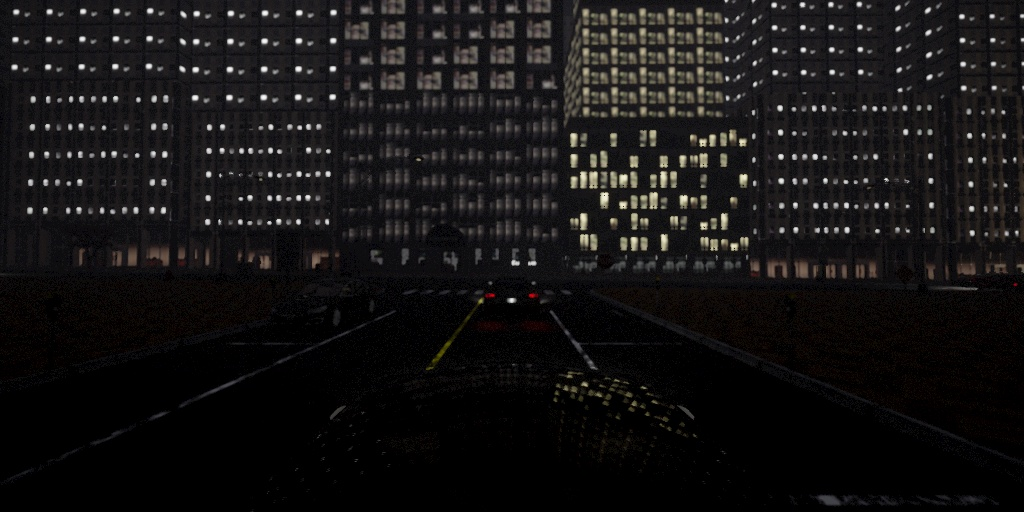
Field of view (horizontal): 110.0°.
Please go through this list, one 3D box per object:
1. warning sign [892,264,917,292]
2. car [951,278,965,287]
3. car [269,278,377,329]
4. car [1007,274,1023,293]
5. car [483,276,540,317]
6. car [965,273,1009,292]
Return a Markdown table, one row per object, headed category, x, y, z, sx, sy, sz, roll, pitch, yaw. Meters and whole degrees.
| category | x | y | z | sx | sy | sz | roll | pitch | yaw |
| --- | --- | --- | --- | --- | --- | --- | --- | --- | --- |
| warning sign | 26.592 | 1.488 | 24.246 | 1.060 | 1.860 | 1.300 | 0 | 0 | 1 |
| car | 48.437 | 2.534 | 36.593 | 5.357 | 1.411 | 2.033 | 1 | -1 | 1 |
| car | -5.821 | 1.407 | 11.575 | 2.007 | 1.370 | 4.403 | 0 | 0 | 0 |
| car | 41.044 | 2.265 | 26.912 | 4.718 | 1.301 | 1.895 | 1 | -1 | 1 |
| car | 0.001 | 1.444 | 13.754 | 1.994 | 1.385 | 4.181 | 0 | -1 | 0 |
| car | 42.072 | 2.225 | 30.142 | 5.008 | 1.535 | 1.882 | 1 | -1 | 1 |
